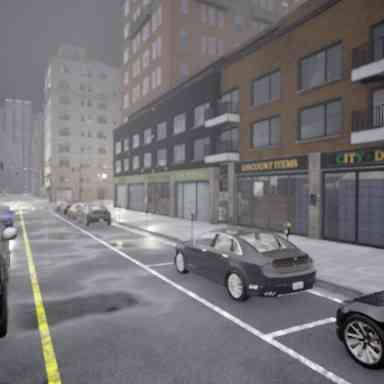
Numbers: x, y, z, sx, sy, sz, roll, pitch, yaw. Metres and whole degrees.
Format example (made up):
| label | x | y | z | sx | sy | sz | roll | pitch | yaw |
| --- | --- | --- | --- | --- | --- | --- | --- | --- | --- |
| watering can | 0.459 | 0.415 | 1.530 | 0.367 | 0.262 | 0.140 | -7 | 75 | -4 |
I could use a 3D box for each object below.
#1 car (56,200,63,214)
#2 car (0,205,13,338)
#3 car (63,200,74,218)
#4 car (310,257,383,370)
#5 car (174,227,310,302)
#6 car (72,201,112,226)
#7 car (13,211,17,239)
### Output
| label | x | y | z | sx | sy | sz | roll | pitch | yaw |
| --- | --- | --- | --- | --- | --- | --- | --- | --- | --- |
| car | -12.010 | 1.558 | 33.004 | 1.947 | 1.339 | 4.313 | -1 | 0 | -28 |
| car | -4.659 | 1.220 | 6.257 | 2.150 | 2.045 | 5.566 | 0 | 0 | -28 |
| car | -9.485 | 1.521 | 28.212 | 1.752 | 1.417 | 4.829 | -1 | 0 | -28 |
| car | 3.613 | 1.569 | 3.353 | 1.947 | 1.339 | 4.313 | -1 | 0 | -28 |
| car | 1.009 | 1.554 | 8.295 | 2.008 | 1.369 | 4.403 | -1 | 0 | -28 |
| car | -6.802 | 1.550 | 23.120 | 2.008 | 1.369 | 4.403 | -1 | 0 | -28 |
| car | -11.235 | 1.473 | 18.951 | 1.882 | 1.535 | 5.008 | 0 | 0 | -28 |
